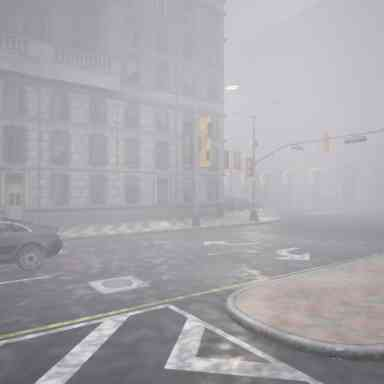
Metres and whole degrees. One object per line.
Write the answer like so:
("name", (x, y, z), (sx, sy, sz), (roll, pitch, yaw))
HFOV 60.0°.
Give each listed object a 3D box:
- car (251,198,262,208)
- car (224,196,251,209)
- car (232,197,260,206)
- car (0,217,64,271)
("car", (7.268, 1.547, 46.654), (2.033, 1.411, 5.357), (0, 0, -36))
("car", (5.012, 1.352, 43.801), (2.097, 1.767, 4.553), (0, 0, -36))
("car", (9.087, 1.601, 56.521), (1.895, 1.301, 4.718), (0, 0, -35))
("car", (-6.230, 1.491, 9.380), (4.902, 1.511, 2.128), (0, 0, -35))
